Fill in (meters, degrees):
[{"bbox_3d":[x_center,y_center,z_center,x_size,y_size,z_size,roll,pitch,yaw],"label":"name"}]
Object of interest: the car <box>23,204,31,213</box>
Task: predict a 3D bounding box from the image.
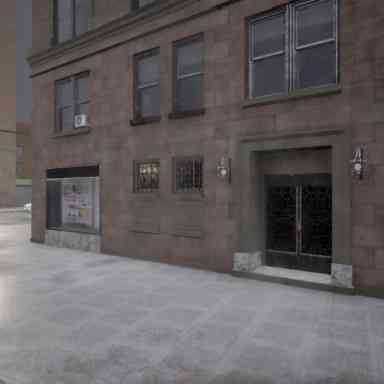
[{"bbox_3d":[-15.648,1.439,35.818,1.812,1.442,4.674,0,0,35],"label":"car"}]
